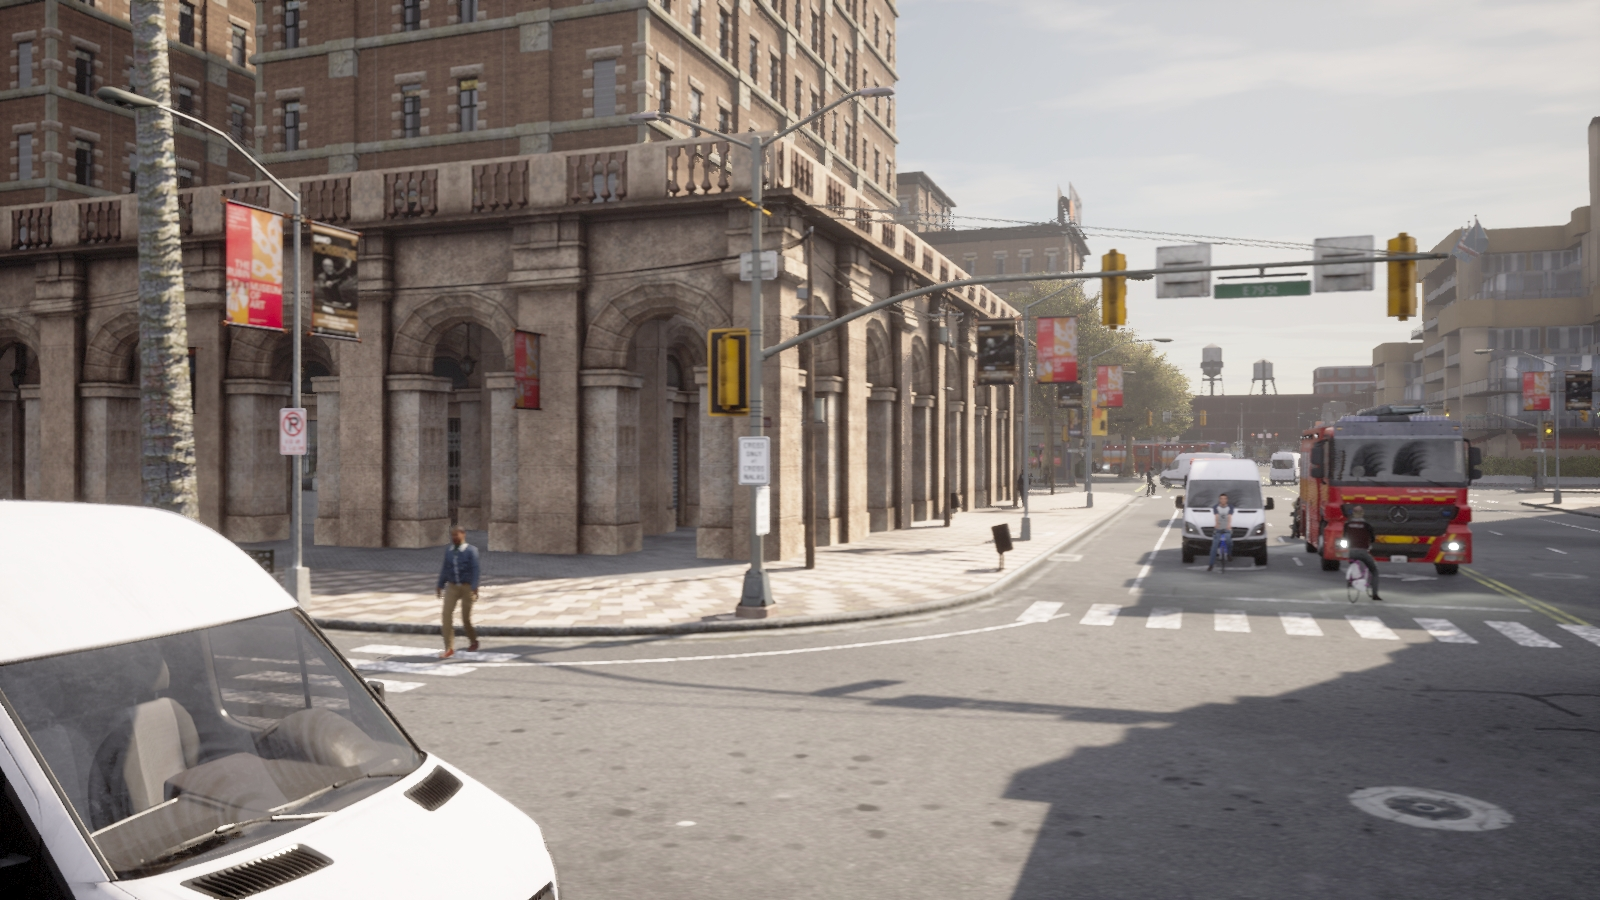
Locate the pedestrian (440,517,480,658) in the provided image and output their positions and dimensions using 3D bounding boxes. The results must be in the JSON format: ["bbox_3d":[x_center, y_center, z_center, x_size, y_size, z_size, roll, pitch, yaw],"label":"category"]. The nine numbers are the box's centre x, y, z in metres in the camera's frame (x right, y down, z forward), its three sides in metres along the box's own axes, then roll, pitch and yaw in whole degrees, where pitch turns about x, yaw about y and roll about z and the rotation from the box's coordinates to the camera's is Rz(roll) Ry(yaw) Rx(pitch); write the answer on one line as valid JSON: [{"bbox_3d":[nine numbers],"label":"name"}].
[{"bbox_3d":[-4.607,1.849,15.473,0.375,1.860,0.375,0,0,17],"label":"pedestrian"}]

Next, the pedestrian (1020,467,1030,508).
[{"bbox_3d":[10.266,1.696,52.123,0.375,1.860,0.375,0,0,21],"label":"pedestrian"}]

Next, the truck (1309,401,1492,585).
[{"bbox_3d":[14.482,0.891,28.237,2.891,3.827,8.468,0,0,20],"label":"truck"}]

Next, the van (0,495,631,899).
[{"bbox_3d":[-3.908,1.534,5.169,5.915,2.561,1.988,0,0,16],"label":"van"}]

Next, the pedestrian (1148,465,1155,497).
[{"bbox_3d":[20.739,1.848,67.490,0.375,1.860,0.375,0,0,19],"label":"pedestrian"}]

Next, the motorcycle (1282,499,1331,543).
[{"bbox_3d":[15.827,2.205,35.762,0.867,1.251,2.209,0,0,8],"label":"motorcycle"}]

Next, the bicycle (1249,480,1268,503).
[{"bbox_3d":[24.485,2.210,60.981,0.329,1.171,1.835,0,0,42],"label":"bicycle"}]

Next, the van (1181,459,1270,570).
[{"bbox_3d":[11.135,1.534,29.998,1.988,2.561,5.915,0,0,20],"label":"van"}]
